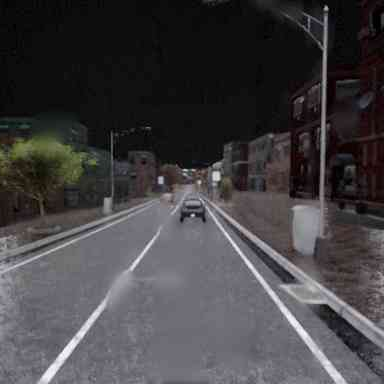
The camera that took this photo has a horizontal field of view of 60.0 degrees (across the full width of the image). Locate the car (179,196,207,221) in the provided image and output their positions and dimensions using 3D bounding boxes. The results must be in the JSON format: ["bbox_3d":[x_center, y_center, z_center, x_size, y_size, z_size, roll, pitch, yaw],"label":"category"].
[{"bbox_3d":[0.076,1.320,25.479,1.837,1.490,4.892,0,1,0],"label":"car"}]

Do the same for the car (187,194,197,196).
[{"bbox_3d":[-0.004,0.986,48.092,2.033,1.411,5.357,0,1,0],"label":"car"}]

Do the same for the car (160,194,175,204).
[{"bbox_3d":[-3.567,0.965,48.001,1.812,1.442,4.674,0,1,0],"label":"car"}]
